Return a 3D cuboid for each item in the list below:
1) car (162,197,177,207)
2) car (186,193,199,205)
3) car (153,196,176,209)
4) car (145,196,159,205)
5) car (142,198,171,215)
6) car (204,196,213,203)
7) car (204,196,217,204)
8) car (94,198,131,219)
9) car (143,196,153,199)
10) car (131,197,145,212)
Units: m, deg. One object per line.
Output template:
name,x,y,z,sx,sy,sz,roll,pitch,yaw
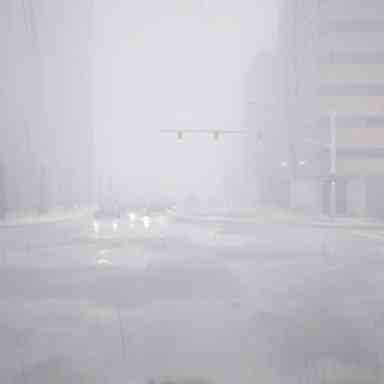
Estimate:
car,-3.555,1.567,53.354,1.994,1.385,4.181,0,0,1
car,0.101,1.226,61.088,2.150,2.045,5.566,0,0,0
car,-3.571,1.480,43.450,1.882,1.535,5.008,0,0,0
car,-7.010,1.529,58.921,1.812,1.442,4.674,0,0,0
car,-3.577,1.603,34.202,1.895,1.301,4.718,0,0,0
car,3.501,1.599,71.249,1.895,1.301,4.718,0,0,0
car,3.601,1.604,61.924,1.895,1.301,4.718,0,0,0
car,-7.089,1.354,29.533,2.097,1.767,4.553,0,0,0
car,-7.078,1.481,48.731,1.882,1.535,5.008,0,0,0
car,-7.088,1.603,38.524,1.895,1.301,4.718,0,0,0
